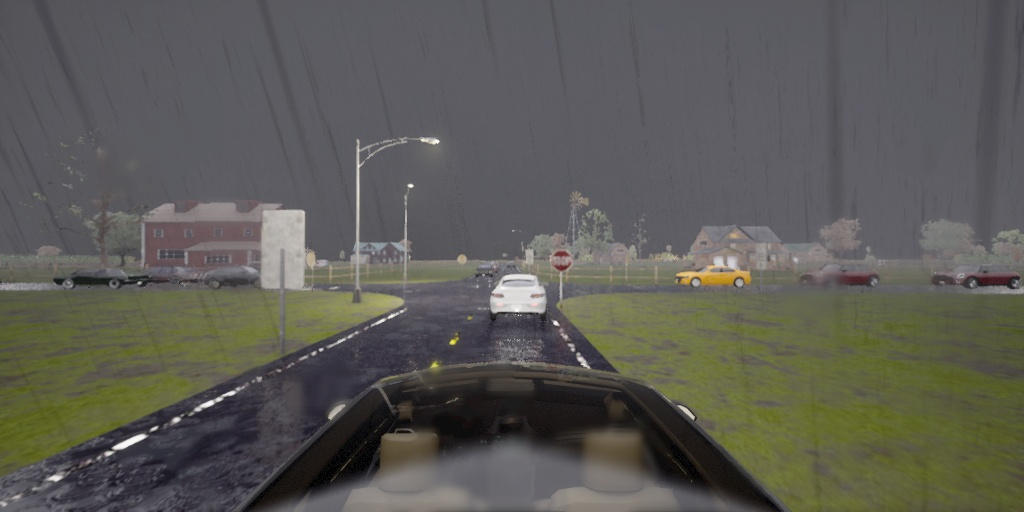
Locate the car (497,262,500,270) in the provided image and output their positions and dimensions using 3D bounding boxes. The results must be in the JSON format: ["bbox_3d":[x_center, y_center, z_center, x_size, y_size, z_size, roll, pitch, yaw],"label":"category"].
[{"bbox_3d":[-2.989,1.460,49.021,2.097,1.767,4.553,0,-1,0],"label":"car"}]

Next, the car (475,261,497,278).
[{"bbox_3d":[-2.938,1.581,39.028,2.033,1.411,5.357,0,0,-1],"label":"car"}]

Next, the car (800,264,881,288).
[{"bbox_3d":[23.709,1.372,26.042,4.553,1.767,2.097,0,0,0],"label":"car"}]

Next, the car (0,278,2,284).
[{"bbox_3d":[-36.359,1.385,23.375,4.181,1.385,1.994,0,0,1],"label":"car"}]

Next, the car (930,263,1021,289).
[{"bbox_3d":[33.461,1.413,25.986,4.553,1.767,2.097,0,0,0],"label":"car"}]

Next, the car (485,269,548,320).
[{"bbox_3d":[0.306,1.362,12.922,1.812,1.442,4.674,0,0,4],"label":"car"}]

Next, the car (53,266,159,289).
[{"bbox_3d":[-26.404,1.446,23.317,4.718,1.301,1.895,0,0,0],"label":"car"}]

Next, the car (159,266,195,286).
[{"bbox_3d":[-25.127,1.412,26.224,5.357,1.411,2.033,0,0,0],"label":"car"}]

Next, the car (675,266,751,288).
[{"bbox_3d":[14.532,1.463,26.081,5.008,1.535,1.882,0,0,0],"label":"car"}]

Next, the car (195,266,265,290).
[{"bbox_3d":[-17.287,1.395,23.283,4.674,1.442,1.812,0,0,0],"label":"car"}]
